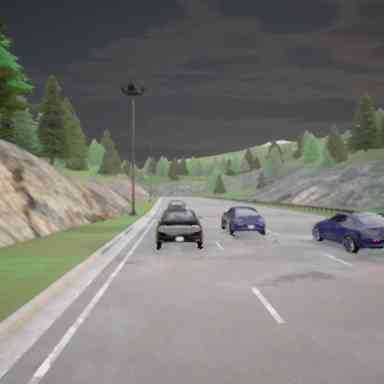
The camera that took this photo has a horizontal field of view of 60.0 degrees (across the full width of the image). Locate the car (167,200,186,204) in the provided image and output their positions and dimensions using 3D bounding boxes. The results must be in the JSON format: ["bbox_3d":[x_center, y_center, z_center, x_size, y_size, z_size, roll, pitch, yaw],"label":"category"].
[{"bbox_3d":[-1.516,1.549,33.361,1.812,1.442,4.674,0,0,-3],"label":"car"}]

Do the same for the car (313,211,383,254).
[{"bbox_3d":[6.507,1.493,13.280,1.812,1.442,4.674,0,0,-3],"label":"car"}]

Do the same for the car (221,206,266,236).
[{"bbox_3d":[2.761,1.517,18.433,1.812,1.442,4.674,0,0,-3],"label":"car"}]

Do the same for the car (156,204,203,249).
[{"bbox_3d":[-0.564,1.502,14.600,2.128,1.511,4.902,0,0,-3],"label":"car"}]
